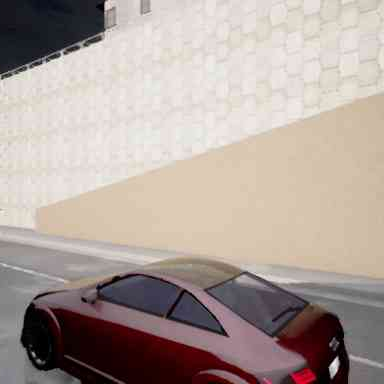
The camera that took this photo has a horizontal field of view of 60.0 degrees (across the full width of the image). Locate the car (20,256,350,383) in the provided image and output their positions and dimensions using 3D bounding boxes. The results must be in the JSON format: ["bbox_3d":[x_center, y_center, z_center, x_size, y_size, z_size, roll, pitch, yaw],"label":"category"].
[{"bbox_3d":[-0.321,1.556,4.220,4.181,1.385,1.994,0,0,36],"label":"car"}]
